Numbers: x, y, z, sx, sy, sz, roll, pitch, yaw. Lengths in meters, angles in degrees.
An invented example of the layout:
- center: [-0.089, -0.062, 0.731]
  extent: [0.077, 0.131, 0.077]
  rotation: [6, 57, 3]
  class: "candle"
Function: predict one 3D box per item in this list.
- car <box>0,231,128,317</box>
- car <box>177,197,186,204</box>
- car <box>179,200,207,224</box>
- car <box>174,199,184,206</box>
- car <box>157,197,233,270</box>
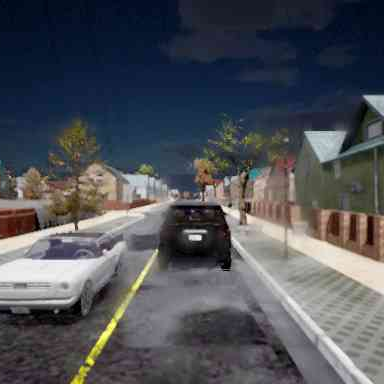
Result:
- center: [-2.847, 1.661, 7.710]
  extent: [1.895, 1.301, 4.718]
  rotation: [0, 0, 0]
  class: "car"
- center: [-2.731, 2.190, 85.065]
  extent: [2.097, 1.767, 4.553]
  rotation: [0, -1, 0]
  class: "car"
- center: [0.091, 1.584, 27.824]
  extent: [2.097, 1.767, 4.553]
  rotation: [0, 0, 0]
  class: "car"
- center: [-2.735, 2.209, 69.540]
  extent: [1.994, 1.385, 4.181]
  rotation: [0, -1, 0]
  class: "car"
- center: [0.087, 1.314, 11.462]
  extent: [2.150, 2.045, 5.566]
  rotation: [0, 0, 0]
  class: "car"
